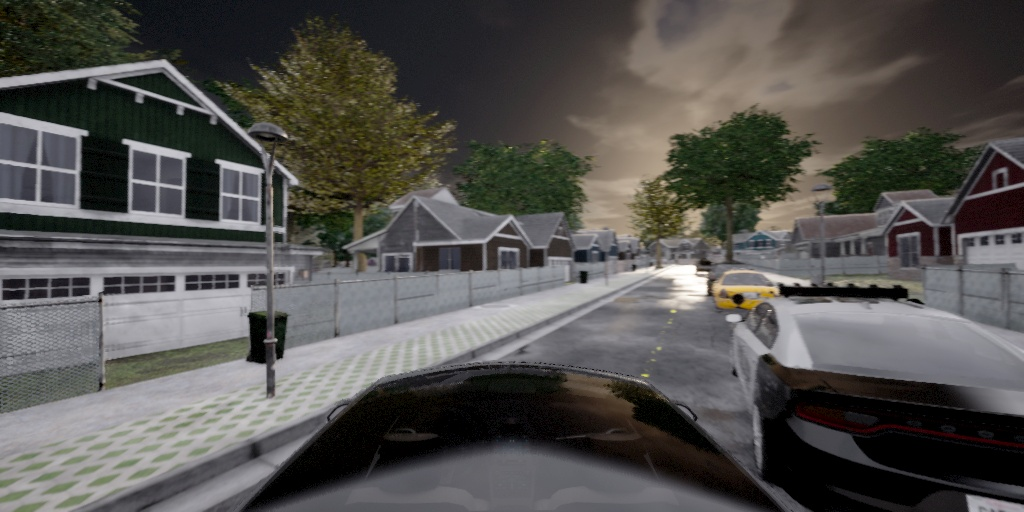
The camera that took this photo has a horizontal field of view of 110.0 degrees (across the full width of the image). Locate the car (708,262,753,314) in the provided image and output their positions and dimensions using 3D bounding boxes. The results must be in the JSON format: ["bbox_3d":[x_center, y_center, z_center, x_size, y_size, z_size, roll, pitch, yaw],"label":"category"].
[{"bbox_3d":[8.369,1.164,13.112,1.801,1.575,5.366,-1,-1,27],"label":"car"}]

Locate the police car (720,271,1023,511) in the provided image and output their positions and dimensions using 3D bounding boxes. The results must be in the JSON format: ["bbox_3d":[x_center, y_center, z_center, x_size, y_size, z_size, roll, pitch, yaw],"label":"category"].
[{"bbox_3d":[3.730,1.133,4.160,1.930,1.638,5.238,-1,-1,27],"label":"police car"}]

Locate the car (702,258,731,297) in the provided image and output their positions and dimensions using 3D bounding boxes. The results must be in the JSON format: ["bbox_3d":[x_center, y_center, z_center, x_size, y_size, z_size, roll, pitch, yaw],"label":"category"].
[{"bbox_3d":[11.026,1.059,18.245,2.097,1.767,4.553,-1,-1,27],"label":"car"}]

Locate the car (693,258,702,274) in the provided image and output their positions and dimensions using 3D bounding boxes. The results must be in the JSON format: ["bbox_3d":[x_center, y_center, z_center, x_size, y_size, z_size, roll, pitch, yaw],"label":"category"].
[{"bbox_3d":[21.223,1.227,39.615,1.837,1.490,4.892,-1,0,28],"label":"car"}]

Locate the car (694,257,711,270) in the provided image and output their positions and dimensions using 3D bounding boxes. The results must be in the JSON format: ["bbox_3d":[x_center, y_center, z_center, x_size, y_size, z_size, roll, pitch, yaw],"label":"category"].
[{"bbox_3d":[27.669,1.079,52.161,2.097,1.767,4.553,-1,-1,27],"label":"car"}]
